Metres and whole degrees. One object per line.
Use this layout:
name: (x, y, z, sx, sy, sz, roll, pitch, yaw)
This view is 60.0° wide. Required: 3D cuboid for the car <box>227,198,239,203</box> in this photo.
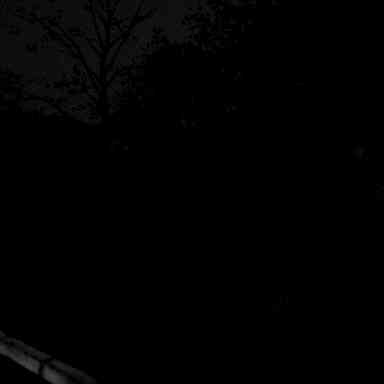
car: (7.271, 1.868, 48.920, 5.566, 2.045, 2.150, 2, 3, -43)
